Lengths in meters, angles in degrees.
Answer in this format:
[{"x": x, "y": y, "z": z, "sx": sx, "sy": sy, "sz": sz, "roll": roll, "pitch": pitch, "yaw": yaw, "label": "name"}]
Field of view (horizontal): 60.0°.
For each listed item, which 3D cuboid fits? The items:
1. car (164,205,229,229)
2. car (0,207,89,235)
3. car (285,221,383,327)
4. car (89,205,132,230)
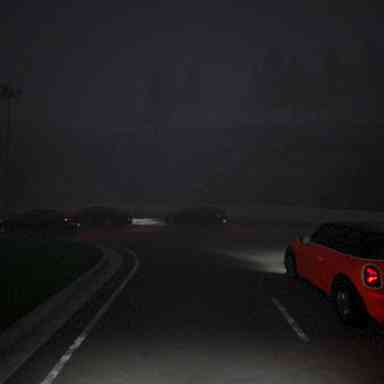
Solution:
[{"x": 0.206, "y": 1.680, "z": 23.061, "sx": 4.902, "sy": 1.511, "sz": 2.128, "roll": 0, "pitch": -1, "yaw": 39, "label": "car"}, {"x": -8.785, "y": 1.679, "z": 19.363, "sx": 4.674, "sy": 1.442, "sz": 1.812, "roll": 0, "pitch": -1, "yaw": 8, "label": "car"}, {"x": 3.612, "y": 1.415, "z": 7.309, "sx": 2.097, "sy": 1.767, "sz": 4.553, "roll": 0, "pitch": 0, "yaw": 0, "label": "car"}, {"x": -6.518, "y": 1.658, "z": 22.562, "sx": 5.008, "sy": 1.535, "sz": 1.882, "roll": 0, "pitch": -1, "yaw": 17, "label": "car"}]
